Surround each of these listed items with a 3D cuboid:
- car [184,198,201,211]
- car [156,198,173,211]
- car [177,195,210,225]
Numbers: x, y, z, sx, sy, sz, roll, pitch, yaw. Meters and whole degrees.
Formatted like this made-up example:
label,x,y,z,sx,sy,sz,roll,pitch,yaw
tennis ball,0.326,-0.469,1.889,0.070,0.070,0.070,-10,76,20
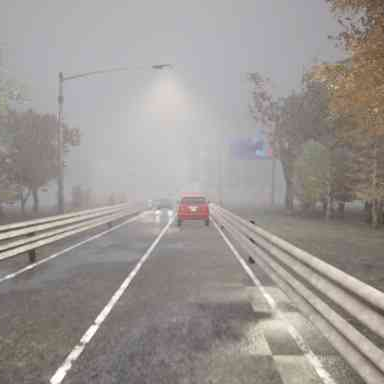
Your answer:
label,x,y,z,sx,sy,sz,roll,pitch,yaw
car,0.080,1.524,42.604,2.128,1.511,4.902,0,0,0
car,-3.355,1.538,41.756,1.837,1.490,4.892,0,-1,0
car,0.112,1.239,24.010,2.150,2.045,5.566,0,0,0
